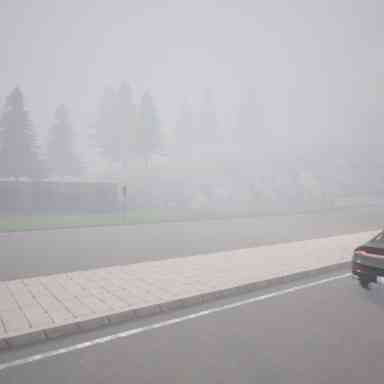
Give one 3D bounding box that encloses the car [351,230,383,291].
[{"bbox_3d":[5.684,1.490,7.799,4.902,1.511,2.128,0,0,-35],"label":"car"}]
